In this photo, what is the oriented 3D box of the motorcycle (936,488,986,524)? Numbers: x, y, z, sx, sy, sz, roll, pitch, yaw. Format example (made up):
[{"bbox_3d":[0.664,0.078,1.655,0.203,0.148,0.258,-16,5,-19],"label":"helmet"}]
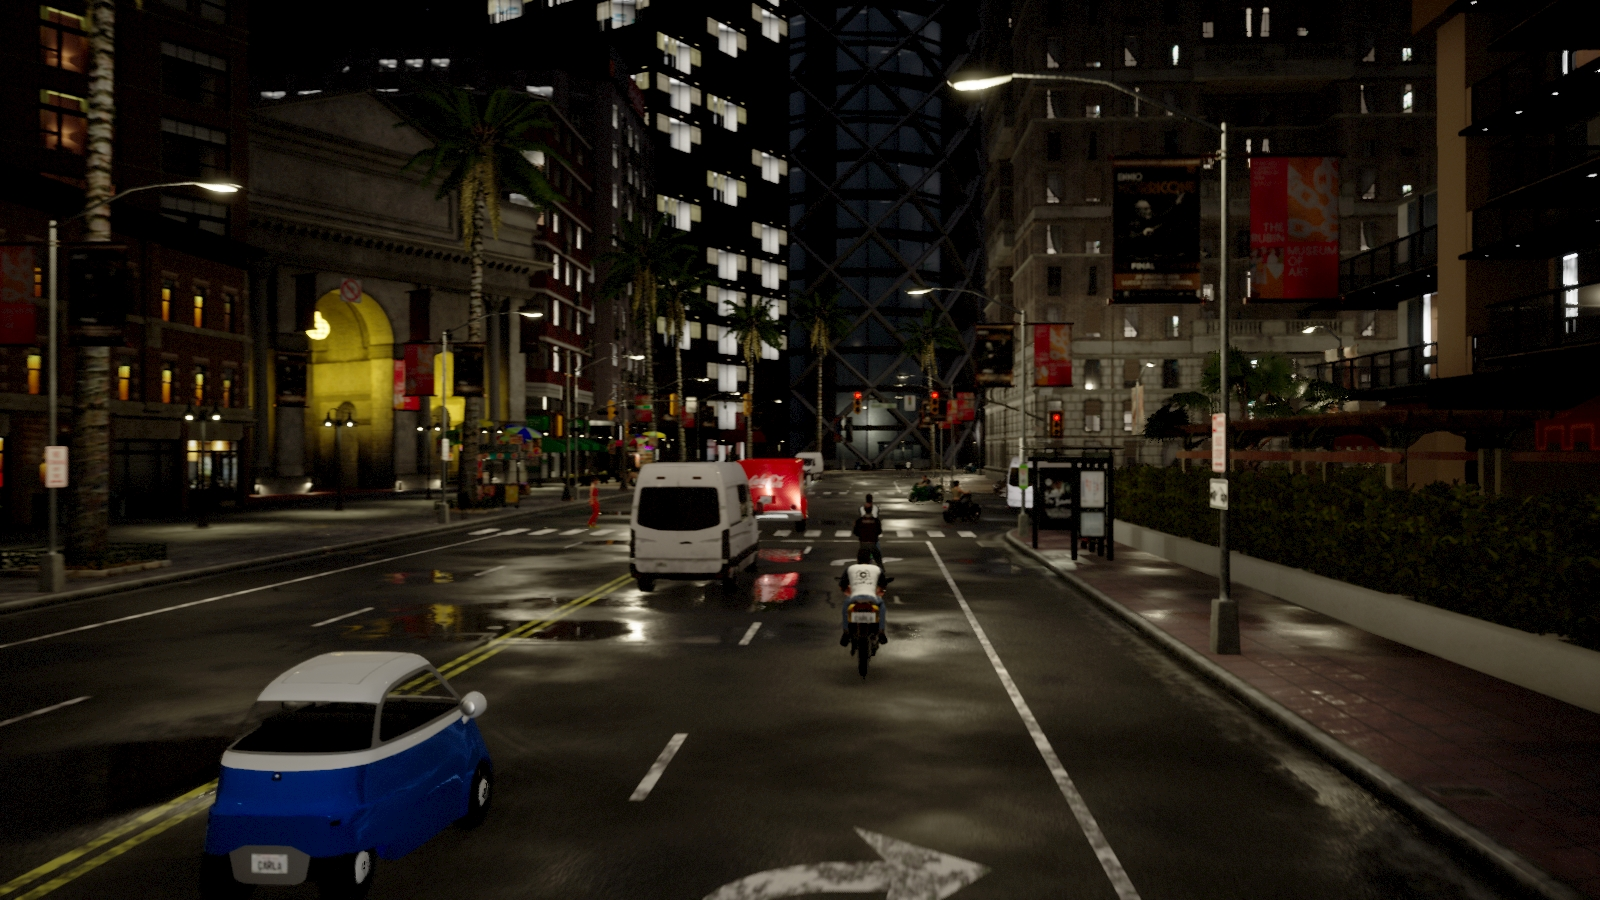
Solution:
[{"bbox_3d":[6.283,2.173,44.548,0.764,1.277,2.356,0,0,41],"label":"motorcycle"}]

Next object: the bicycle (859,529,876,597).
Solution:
[{"bbox_3d":[1.340,2.211,22.674,0.329,1.171,1.835,0,0,4],"label":"bicycle"}]

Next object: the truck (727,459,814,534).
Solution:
[{"bbox_3d":[-0.958,1.564,40.782,2.627,2.467,5.204,0,0,4],"label":"truck"}]

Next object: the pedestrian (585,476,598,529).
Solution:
[{"bbox_3d":[-7.337,1.845,40.207,0.375,1.860,0.375,0,0,4],"label":"pedestrian"}]

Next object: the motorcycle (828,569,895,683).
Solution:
[{"bbox_3d":[0.801,2.213,14.719,0.803,1.145,2.033,0,0,4],"label":"motorcycle"}]

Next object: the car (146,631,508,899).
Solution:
[{"bbox_3d":[-3.075,2.119,7.838,1.481,1.376,2.207,0,0,3],"label":"car"}]

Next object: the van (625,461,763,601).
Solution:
[{"bbox_3d":[-2.094,1.533,24.365,1.988,2.561,5.915,0,0,4],"label":"van"}]
